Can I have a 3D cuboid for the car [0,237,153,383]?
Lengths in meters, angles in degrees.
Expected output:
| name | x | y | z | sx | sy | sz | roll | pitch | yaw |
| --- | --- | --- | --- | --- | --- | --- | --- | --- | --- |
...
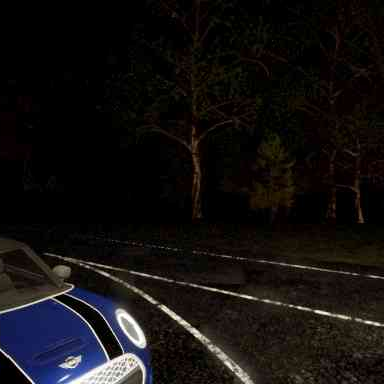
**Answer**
| name | x | y | z | sx | sy | sz | roll | pitch | yaw |
| --- | --- | --- | --- | --- | --- | --- | --- | --- | --- |
| car | -2.592 | 1.338 | 3.733 | 4.553 | 1.767 | 2.097 | 1 | 0 | 35 |
